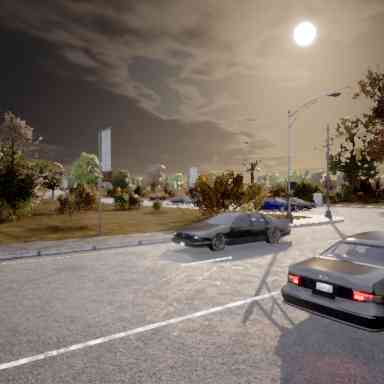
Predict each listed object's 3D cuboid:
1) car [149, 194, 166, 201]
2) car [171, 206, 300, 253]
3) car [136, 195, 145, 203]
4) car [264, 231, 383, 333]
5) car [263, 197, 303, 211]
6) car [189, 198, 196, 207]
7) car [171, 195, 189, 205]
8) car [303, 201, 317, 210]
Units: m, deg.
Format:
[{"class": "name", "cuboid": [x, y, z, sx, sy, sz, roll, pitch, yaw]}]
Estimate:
[{"class": "car", "cuboid": [-7.740, 1.260, 73.374, 1.882, 1.535, 5.008, -1, 0, -38]}, {"class": "car", "cuboid": [1.831, 1.515, 13.841, 5.357, 1.411, 2.033, 0, 0, -35]}, {"class": "car", "cuboid": [-10.272, 1.343, 59.704, 2.128, 1.511, 4.902, -1, 0, -38]}, {"class": "car", "cuboid": [4.103, 1.528, 6.695, 5.357, 1.411, 2.033, 0, 0, -36]}, {"class": "car", "cuboid": [8.935, 1.318, 35.832, 1.882, 1.535, 5.008, -1, 0, -40]}, {"class": "car", "cuboid": [2.160, 1.344, 44.217, 1.837, 1.490, 4.892, -1, 2, -39]}, {"class": "car", "cuboid": [-1.544, 1.315, 54.381, 2.128, 1.511, 4.902, -1, 0, -39]}, {"class": "car", "cuboid": [11.530, 1.363, 38.195, 2.033, 1.411, 5.357, -1, 0, -39]}]
